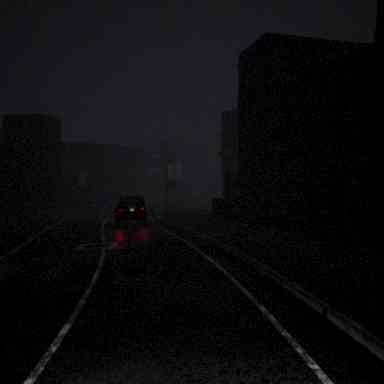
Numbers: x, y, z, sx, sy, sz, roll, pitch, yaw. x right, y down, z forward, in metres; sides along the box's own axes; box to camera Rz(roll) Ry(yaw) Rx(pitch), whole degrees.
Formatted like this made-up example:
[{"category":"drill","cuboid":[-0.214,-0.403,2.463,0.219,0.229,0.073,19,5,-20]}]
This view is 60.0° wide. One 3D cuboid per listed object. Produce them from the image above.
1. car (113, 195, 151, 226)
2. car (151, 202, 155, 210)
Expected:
[{"category":"car","cuboid":[-4.533,1.277,24.492,2.150,2.045,5.566,-1,0,-13]},{"category":"car","cuboid":[-6.104,1.669,42.813,1.812,1.442,4.674,0,0,3]}]
